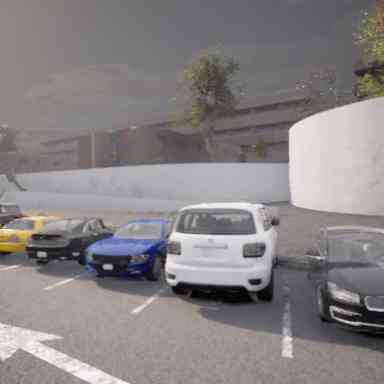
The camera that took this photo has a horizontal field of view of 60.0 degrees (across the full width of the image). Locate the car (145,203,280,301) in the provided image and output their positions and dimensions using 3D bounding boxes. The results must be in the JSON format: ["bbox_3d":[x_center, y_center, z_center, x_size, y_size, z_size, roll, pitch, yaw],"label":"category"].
[{"bbox_3d":[1.059,1.296,8.766,2.435,2.045,5.566,-1,-1,16],"label":"car"}]

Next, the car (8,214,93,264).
[{"bbox_3d":[-3.801,1.636,12.191,2.231,1.521,4.892,-1,-1,16],"label":"car"}]

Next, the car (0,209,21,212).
[{"bbox_3d":[-8.646,1.759,15.689,2.163,1.488,4.792,-1,-1,16],"label":"car"}]

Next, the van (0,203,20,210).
[{"bbox_3d":[-11.108,1.549,17.285,1.878,1.987,4.442,0,-1,16],"label":"van"}]

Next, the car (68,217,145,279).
[{"bbox_3d":[-1.364,1.590,10.467,2.097,1.535,5.008,0,-1,16],"label":"car"}]

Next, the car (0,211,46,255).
[{"bbox_3d":[-6.176,1.681,14.108,1.946,1.575,5.366,-1,-1,16],"label":"car"}]

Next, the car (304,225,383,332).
[{"bbox_3d":[3.493,1.508,7.004,2.231,1.521,4.892,0,-1,15],"label":"car"}]
